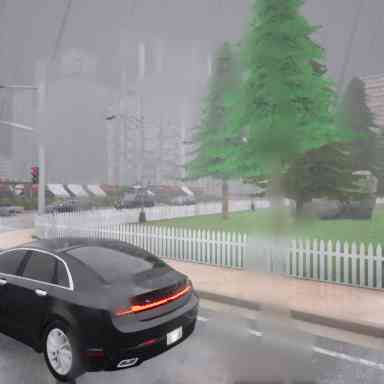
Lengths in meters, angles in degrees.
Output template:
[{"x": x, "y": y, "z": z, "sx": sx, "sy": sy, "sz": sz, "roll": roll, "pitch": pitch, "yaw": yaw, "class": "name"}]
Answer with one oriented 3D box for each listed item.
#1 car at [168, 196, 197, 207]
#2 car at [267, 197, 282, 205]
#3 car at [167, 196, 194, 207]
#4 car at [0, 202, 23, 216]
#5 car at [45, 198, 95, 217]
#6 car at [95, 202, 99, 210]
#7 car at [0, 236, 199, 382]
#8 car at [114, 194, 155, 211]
[{"x": -1.146, "y": 1.352, "z": 48.744, "sx": 2.097, "sy": 1.767, "sz": 4.553, "roll": 0, "pitch": 0, "yaw": 34, "class": "car"}, {"x": 14.945, "y": 1.564, "z": 59.830, "sx": 1.994, "sy": 1.385, "sz": 4.181, "roll": 0, "pitch": 0, "yaw": 34, "class": "car"}, {"x": -1.877, "y": 1.505, "z": 53.907, "sx": 1.837, "sy": 1.490, "sz": 4.892, "roll": 0, "pitch": 0, "yaw": 34, "class": "car"}, {"x": -18.020, "y": 1.601, "z": 30.051, "sx": 1.895, "sy": 1.301, "sz": 4.718, "roll": 0, "pitch": 0, "yaw": 36, "class": "car"}, {"x": -12.325, "y": 1.491, "z": 32.136, "sx": 2.128, "sy": 1.511, "sz": 4.902, "roll": 0, "pitch": 0, "yaw": 34, "class": "car"}, {"x": -12.883, "y": 1.478, "z": 37.583, "sx": 1.882, "sy": 1.535, "sz": 5.008, "roll": 0, "pitch": 0, "yaw": 34, "class": "car"}, {"x": -2.178, "y": 1.505, "z": 5.481, "sx": 4.892, "sy": 1.490, "sz": 1.837, "roll": 0, "pitch": 0, "yaw": 36, "class": "car"}, {"x": -6.851, "y": 1.221, "z": 40.283, "sx": 2.150, "sy": 2.045, "sz": 5.566, "roll": 0, "pitch": 0, "yaw": 34, "class": "car"}]
